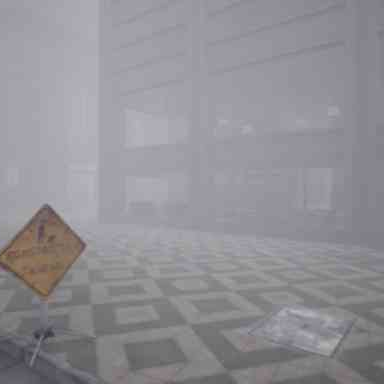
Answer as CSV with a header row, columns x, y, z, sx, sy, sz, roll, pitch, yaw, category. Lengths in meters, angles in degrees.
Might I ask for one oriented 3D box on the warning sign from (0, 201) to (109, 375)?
x,y,z,sx,sy,sz,roll,pitch,yaw,category
-1.993,1.080,4.491,1.060,1.860,1.300,0,0,36,warning sign
